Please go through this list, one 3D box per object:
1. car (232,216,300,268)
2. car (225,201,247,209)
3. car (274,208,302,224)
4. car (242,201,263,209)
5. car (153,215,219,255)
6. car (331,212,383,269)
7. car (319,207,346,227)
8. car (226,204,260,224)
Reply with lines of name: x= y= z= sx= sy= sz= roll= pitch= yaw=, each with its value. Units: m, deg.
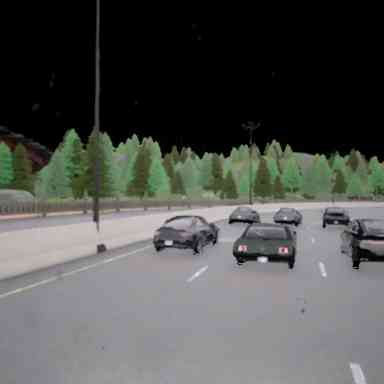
car: x=2.811 y=1.779 z=12.088 sx=1.895 sy=1.301 sz=4.718 roll=0 pitch=-1 yaw=18
car: x=8.386 y=2.480 z=63.281 sx=1.895 sy=1.301 sz=4.718 roll=0 pitch=-1 yaw=38
car: x=7.827 y=1.975 z=27.104 sx=1.994 sy=1.385 sz=4.181 roll=0 pitch=-1 yaw=21
car: x=11.260 y=2.402 z=61.337 sx=1.812 sy=1.442 sz=4.674 roll=0 pitch=-1 yaw=39
car: x=-0.133 y=1.711 z=14.339 sx=1.812 sy=1.442 sz=4.674 roll=0 pitch=-1 yaw=18
car: x=6.337 y=1.691 z=11.610 sx=2.128 sy=1.511 sz=4.902 roll=0 pitch=-1 yaw=18
car: x=11.087 y=1.924 z=25.851 sx=1.837 sy=1.490 sz=4.892 roll=0 pitch=0 yaw=21
car: x=4.489 y=1.963 z=28.157 sx=1.994 sy=1.385 sz=4.181 roll=0 pitch=-1 yaw=21
